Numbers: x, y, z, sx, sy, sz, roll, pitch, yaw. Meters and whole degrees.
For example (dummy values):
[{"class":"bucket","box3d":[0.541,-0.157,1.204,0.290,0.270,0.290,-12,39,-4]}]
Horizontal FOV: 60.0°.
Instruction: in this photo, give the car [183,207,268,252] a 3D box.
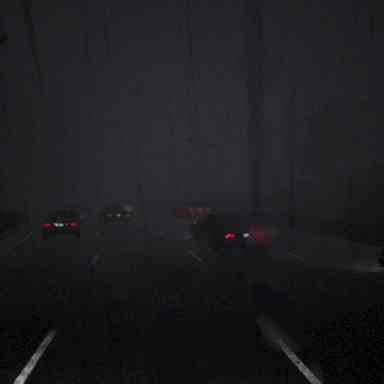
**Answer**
[{"class":"car","box3d":[1.321,1.617,14.315,2.033,1.411,5.357,0,0,-14]}]

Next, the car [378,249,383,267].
[{"class":"car","box3d":[6.352,1.557,6.738,2.033,1.411,5.357,0,0,-8]}]

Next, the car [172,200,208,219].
[{"class":"car","box3d":[-0.129,1.504,29.011,2.097,1.767,4.553,0,0,-23]}]

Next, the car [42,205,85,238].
[{"class":"car","box3d":[-7.186,1.674,18.558,2.033,1.411,5.357,0,0,-19]}]

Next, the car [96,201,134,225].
[{"class":"car","box3d":[-6.140,1.707,25.633,2.033,1.411,5.357,0,0,-23]}]

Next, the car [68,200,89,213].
[{"class":"car","box3d":[-14.124,1.750,41.076,1.882,1.535,5.008,0,0,-29]}]
